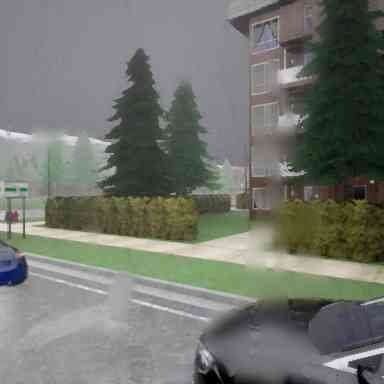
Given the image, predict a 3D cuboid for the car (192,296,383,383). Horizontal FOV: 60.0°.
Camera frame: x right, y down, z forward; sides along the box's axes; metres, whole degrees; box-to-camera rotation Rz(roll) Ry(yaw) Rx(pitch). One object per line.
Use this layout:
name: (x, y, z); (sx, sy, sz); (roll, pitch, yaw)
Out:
car: (2.242, 1.492, 2.392); (4.902, 1.511, 2.128); (0, 0, 36)

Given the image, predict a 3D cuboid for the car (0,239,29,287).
car: (-5.877, 1.568, 8.151); (4.181, 1.385, 1.994); (0, 0, 36)
